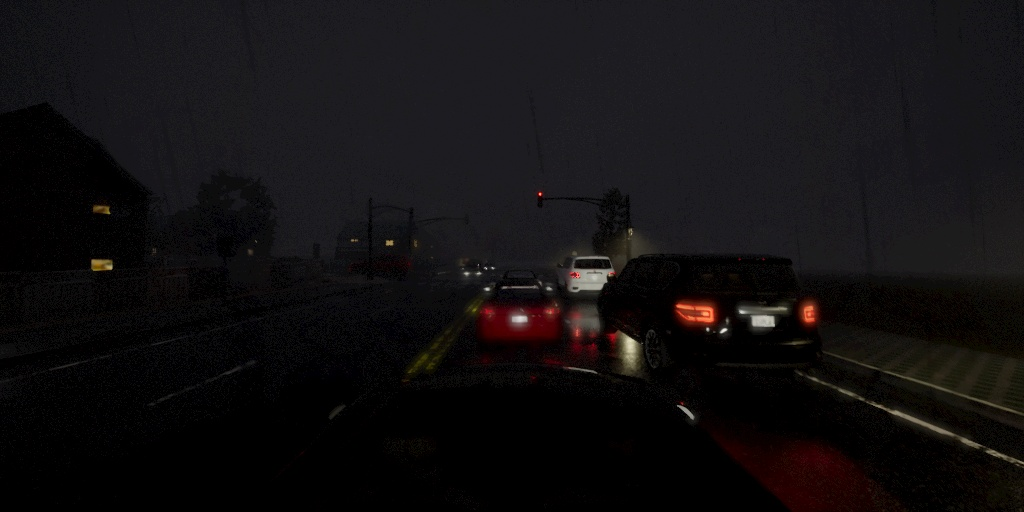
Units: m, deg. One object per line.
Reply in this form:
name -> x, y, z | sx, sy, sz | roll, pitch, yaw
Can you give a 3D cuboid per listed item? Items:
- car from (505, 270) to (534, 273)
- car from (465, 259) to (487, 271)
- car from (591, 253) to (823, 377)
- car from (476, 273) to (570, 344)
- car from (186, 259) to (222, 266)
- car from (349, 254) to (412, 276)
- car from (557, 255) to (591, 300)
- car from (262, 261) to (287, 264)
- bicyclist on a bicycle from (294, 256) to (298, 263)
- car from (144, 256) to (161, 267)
car -> 0.343, 1.364, 18.443 | 1.895, 1.301, 4.718 | 0, 0, -3
car -> -5.189, 1.177, 49.576 | 2.097, 1.767, 4.553 | 0, 0, 3
car -> 3.402, 0.974, 7.512 | 2.150, 2.045, 5.566 | 0, 0, 0
car -> 0.178, 1.319, 9.634 | 1.994, 1.385, 4.181 | 0, 0, 0
car -> -30.408, 0.828, 35.872 | 5.357, 1.411, 2.033 | 1, -1, 16
car -> -12.401, 0.845, 34.041 | 5.566, 2.045, 2.150 | 2, 1, -13
car -> 3.555, 0.983, 17.870 | 2.150, 2.045, 5.566 | 0, 0, 1
car -> -20.868, 0.939, 33.206 | 4.892, 1.490, 1.837 | 1, -1, 16
bicyclist on a bicycle -> -24.184, 0.780, 40.223 | 0.582, 1.620, 1.656 | 1, -1, 16
car -> -40.287, 0.624, 38.642 | 4.892, 1.490, 1.837 | 1, -1, 16
